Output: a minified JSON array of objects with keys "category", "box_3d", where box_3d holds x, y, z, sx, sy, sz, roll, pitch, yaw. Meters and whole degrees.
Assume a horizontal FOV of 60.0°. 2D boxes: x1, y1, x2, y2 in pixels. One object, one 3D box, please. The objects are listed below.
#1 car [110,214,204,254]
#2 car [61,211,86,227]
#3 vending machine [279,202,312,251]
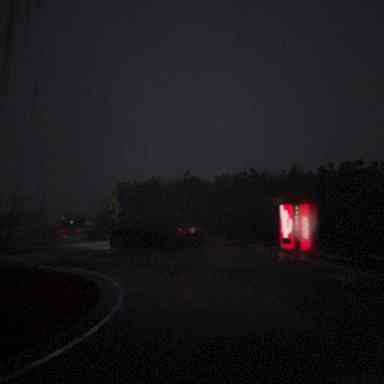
[{"category":"car","box_3d":[-1.753,1.808,15.758,4.553,1.767,2.097,-2,-2,33]},{"category":"car","box_3d":[-11.492,2.582,32.464,1.812,1.442,4.674,-1,-1,-14]},{"category":"vending machine","box_3d":[4.658,1.509,14.977,1.100,2.100,0.880,0,-2,-35]}]
